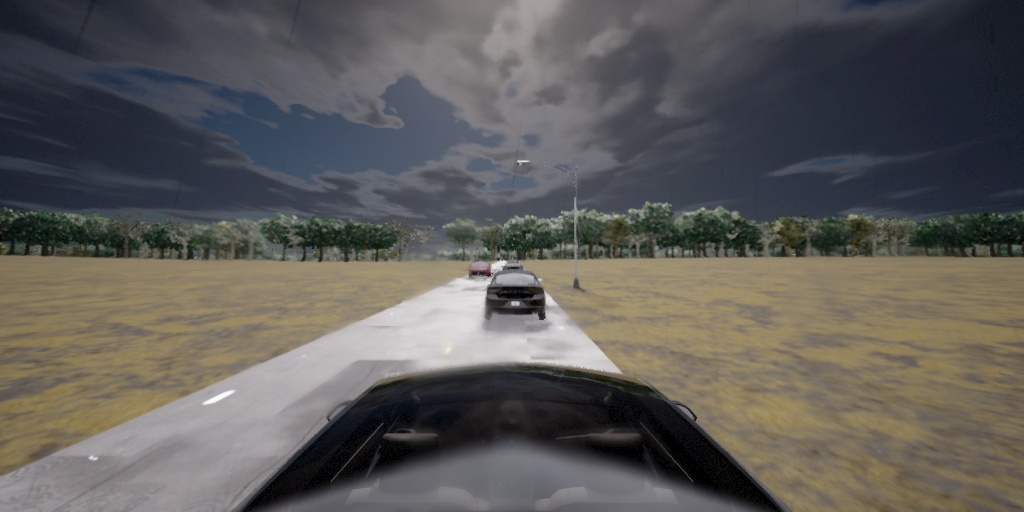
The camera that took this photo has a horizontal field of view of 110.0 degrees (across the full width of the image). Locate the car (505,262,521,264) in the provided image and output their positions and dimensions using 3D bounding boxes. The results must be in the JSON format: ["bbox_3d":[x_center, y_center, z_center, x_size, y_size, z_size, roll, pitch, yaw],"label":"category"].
[{"bbox_3d":[0.098,1.231,31.867,1.837,1.490,4.892,0,0,0],"label":"car"}]

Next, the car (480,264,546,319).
[{"bbox_3d":[0.098,1.219,12.799,1.882,1.535,5.008,0,0,0],"label":"car"}]

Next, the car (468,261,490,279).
[{"bbox_3d":[-2.843,1.203,32.927,1.882,1.535,5.008,0,0,0],"label":"car"}]
